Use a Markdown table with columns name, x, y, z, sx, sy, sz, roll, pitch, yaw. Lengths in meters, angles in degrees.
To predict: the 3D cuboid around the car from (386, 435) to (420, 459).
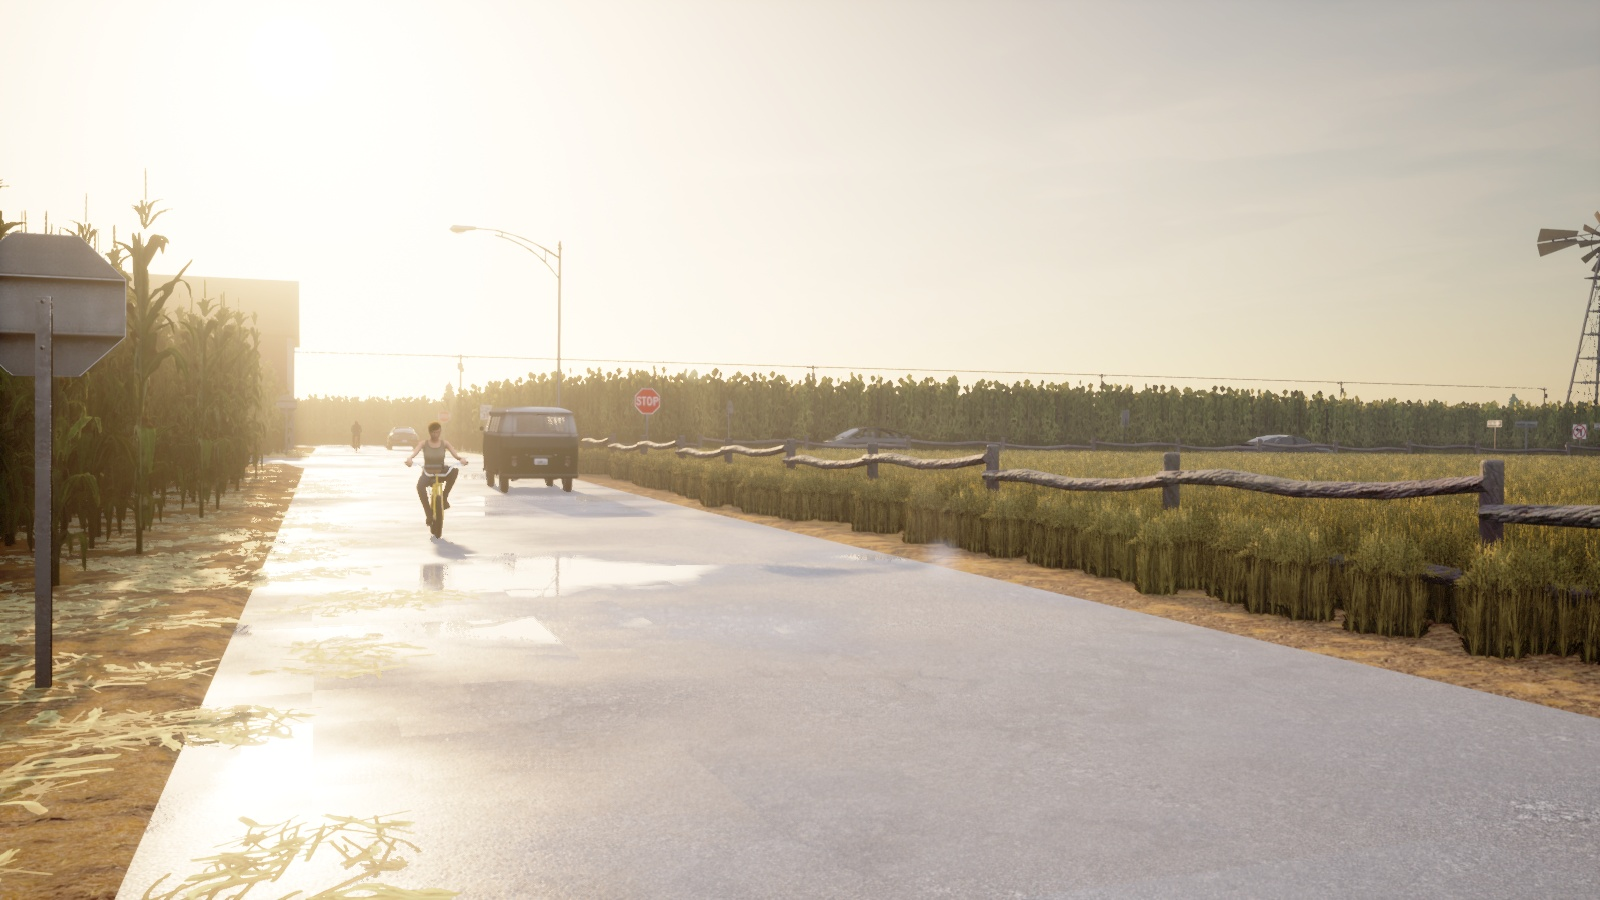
| name | x | y | z | sx | sy | sz | roll | pitch | yaw |
| --- | --- | --- | --- | --- | --- | --- | --- | --- | --- |
| car | -25.146 | -0.202 | 79.458 | 1.812 | 1.442 | 4.674 | -1 | 1 | -21 |

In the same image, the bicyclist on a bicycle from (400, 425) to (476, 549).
| name | x | y | z | sx | sy | sz | roll | pitch | yaw |
| --- | --- | --- | --- | --- | --- | --- | --- | --- | --- |
| bicyclist on a bicycle | -5.032 | 0.501 | 17.394 | 0.866 | 1.612 | 1.509 | -1 | -1 | -20 |

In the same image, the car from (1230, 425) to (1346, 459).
| name | x | y | z | sx | sy | sz | roll | pitch | yaw |
| --- | --- | --- | --- | --- | --- | --- | --- | --- | --- |
| car | 22.171 | -0.381 | 57.039 | 4.892 | 1.490 | 1.837 | -1 | 1 | -20 |

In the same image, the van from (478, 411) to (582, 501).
| name | x | y | z | sx | sy | sz | roll | pitch | yaw |
| --- | --- | --- | --- | --- | --- | --- | --- | --- | --- |
| van | -6.566 | 0.083 | 30.208 | 1.775 | 1.987 | 4.442 | -1 | 1 | -21 |

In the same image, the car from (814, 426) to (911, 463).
| name | x | y | z | sx | sy | sz | roll | pitch | yaw |
| --- | --- | --- | --- | --- | --- | --- | --- | --- | --- |
| car | 2.633 | -0.253 | 53.069 | 3.705 | 1.549 | 1.789 | 0 | 1 | -20 |
